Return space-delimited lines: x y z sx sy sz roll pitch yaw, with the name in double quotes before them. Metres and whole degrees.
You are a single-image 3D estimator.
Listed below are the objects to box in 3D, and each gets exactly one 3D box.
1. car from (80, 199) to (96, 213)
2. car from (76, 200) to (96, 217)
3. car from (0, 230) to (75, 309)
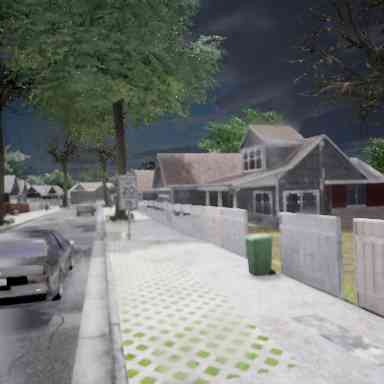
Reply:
"car" -14.878 2.001 47.817 2.097 1.767 4.553 -2 -1 -15
"car" -12.213 1.967 38.278 2.128 1.511 4.902 -2 0 -15
"car" -4.052 1.659 8.247 2.033 1.411 5.357 -2 0 -15
